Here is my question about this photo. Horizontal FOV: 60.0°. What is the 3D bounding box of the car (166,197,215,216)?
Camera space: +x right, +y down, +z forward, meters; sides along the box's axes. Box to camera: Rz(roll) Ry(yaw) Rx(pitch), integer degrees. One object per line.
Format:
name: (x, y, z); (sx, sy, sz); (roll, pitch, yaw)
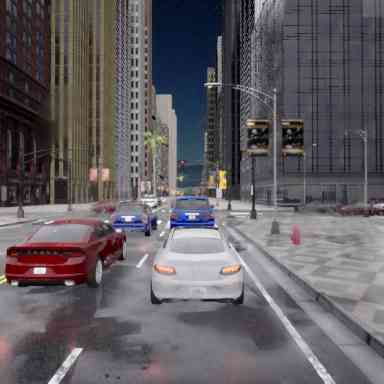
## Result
car: (0.032, 1.257, 17.705); (2.150, 2.045, 5.566); (0, 0, 1)

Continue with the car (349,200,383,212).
car: (20.837, 1.643, 38.710); (4.313, 1.339, 1.947); (0, 0, -1)

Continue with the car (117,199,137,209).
car: (-9.830, 1.778, 50.855); (2.033, 1.411, 5.357); (0, 0, 0)

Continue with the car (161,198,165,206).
car: (-6.550, 1.805, 60.610); (1.837, 1.490, 4.892); (0, 0, 1)

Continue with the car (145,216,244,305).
car: (0.102, 1.534, 8.003); (1.812, 1.442, 4.674); (0, 0, 0)

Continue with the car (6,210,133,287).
car: (-3.149, 1.489, 9.373); (1.882, 1.535, 5.008); (0, 0, 0)

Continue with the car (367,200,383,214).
car: (21.763, 1.568, 35.968); (4.674, 1.442, 1.812); (0, -1, -1)

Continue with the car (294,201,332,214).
car: (13.210, 1.635, 35.840); (4.181, 1.385, 1.994); (0, -1, -1)

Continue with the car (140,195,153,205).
car: (-9.726, 1.609, 71.339); (2.150, 2.045, 5.566); (0, 0, 0)

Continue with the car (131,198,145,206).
car: (-9.798, 1.827, 60.765); (1.812, 1.442, 4.674); (0, 0, 1)

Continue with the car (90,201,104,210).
car: (-8.325, 1.649, 35.004); (4.674, 1.442, 1.812); (0, 0, -33)

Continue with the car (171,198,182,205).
car: (-3.131, 1.918, 67.618); (1.994, 1.385, 4.181); (0, 0, 0)

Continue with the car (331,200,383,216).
car: (15.325, 1.577, 30.101); (4.206, 1.307, 1.802); (0, 0, -1)

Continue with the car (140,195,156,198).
car: (-6.582, 1.452, 50.898); (2.150, 2.045, 5.566); (0, 0, 0)

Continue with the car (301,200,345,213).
car: (15.197, 1.662, 38.624); (4.313, 1.339, 1.947); (0, 0, -1)

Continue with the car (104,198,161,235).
car: (-3.144, 1.391, 18.600); (2.097, 1.767, 4.553); (0, 0, 0)
